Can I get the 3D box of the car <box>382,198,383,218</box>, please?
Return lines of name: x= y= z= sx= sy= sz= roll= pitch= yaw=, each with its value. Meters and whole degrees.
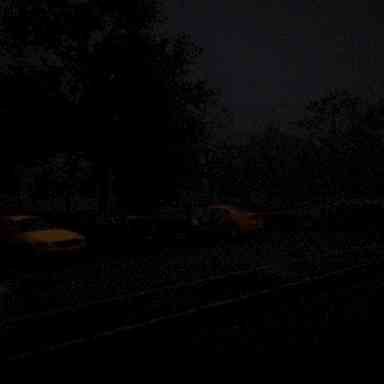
car: x=12.989 y=1.192 z=26.026 sx=4.553 sy=1.767 sz=2.185 roll=-1 pitch=-1 yaw=32

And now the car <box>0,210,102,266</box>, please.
car: x=-5.831 y=1.488 z=11.718 sx=5.366 sy=1.575 sz=1.946 roll=-1 pitch=-1 yaw=34

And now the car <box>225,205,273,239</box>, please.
car: x=1.221 y=1.427 z=17.045 sx=5.008 sy=1.535 sz=2.097 roll=-1 pitch=0 yaw=34

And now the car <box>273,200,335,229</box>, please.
car: x=5.938 y=1.413 z=20.607 sx=4.792 sy=1.488 sz=2.163 roll=-1 pitch=0 yaw=33

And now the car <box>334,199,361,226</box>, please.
car: x=8.358 y=1.390 z=22.370 sx=4.792 sy=1.488 sz=2.163 roll=-1 pitch=-1 yaw=33

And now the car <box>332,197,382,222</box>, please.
car: x=10.680 y=1.338 z=24.181 sx=5.008 sy=1.535 sz=2.097 roll=-1 pitch=0 yaw=33

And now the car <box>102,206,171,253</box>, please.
car: x=-3.574 y=1.472 z=13.550 sx=4.892 sy=1.521 sz=2.231 roll=-1 pitch=0 yaw=34

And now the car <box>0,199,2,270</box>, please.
car: x=-8.432 y=1.265 z=10.104 sx=5.566 sy=2.045 sz=2.435 roll=-1 pitch=0 yaw=35

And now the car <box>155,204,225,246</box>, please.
car: x=-1.153 y=1.323 z=15.281 sx=4.553 sy=1.767 sz=2.185 roll=-1 pitch=0 yaw=34
